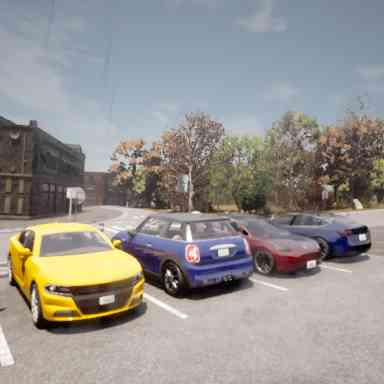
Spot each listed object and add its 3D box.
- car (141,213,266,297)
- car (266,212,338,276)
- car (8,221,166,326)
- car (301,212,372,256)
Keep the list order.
[{"bbox_3d":[-0.538,1.341,9.010,2.185,1.767,4.553,0,0,-35],"label":"car"},{"bbox_3d":[1.733,1.479,10.625,2.163,1.488,4.792,0,0,-35],"label":"car"},{"bbox_3d":[-2.825,1.478,7.432,2.097,1.535,5.008,0,0,-35],"label":"car"},{"bbox_3d":[3.970,1.460,12.284,2.163,1.488,4.792,0,0,-35],"label":"car"}]
